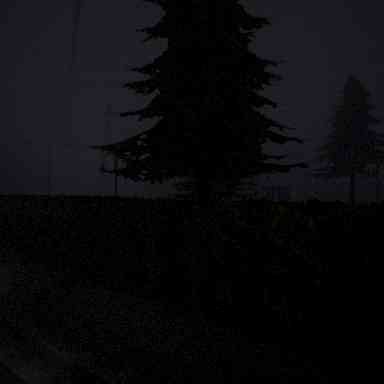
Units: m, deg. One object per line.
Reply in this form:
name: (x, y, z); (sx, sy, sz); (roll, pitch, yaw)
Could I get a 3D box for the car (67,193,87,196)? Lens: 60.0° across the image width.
car: (-27.195, 1.154, 81.607); (5.027, 1.636, 2.152); (0, 0, -45)

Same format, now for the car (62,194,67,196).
car: (-31.928, 1.232, 85.953); (3.806, 1.475, 1.970); (0, 0, -45)

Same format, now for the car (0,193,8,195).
car: (-23.730, 1.330, 41.297); (5.027, 1.636, 2.152); (0, 0, -45)

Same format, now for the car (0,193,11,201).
car: (-41.785, 1.097, 71.648); (4.605, 1.855, 1.932); (0, 0, -45)

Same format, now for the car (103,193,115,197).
car: (-15.887, 1.097, 70.708); (4.605, 1.855, 1.932); (0, 0, -45)

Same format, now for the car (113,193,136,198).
car: (-10.326, 1.384, 54.287); (3.806, 1.475, 1.970); (0, 0, -45)
